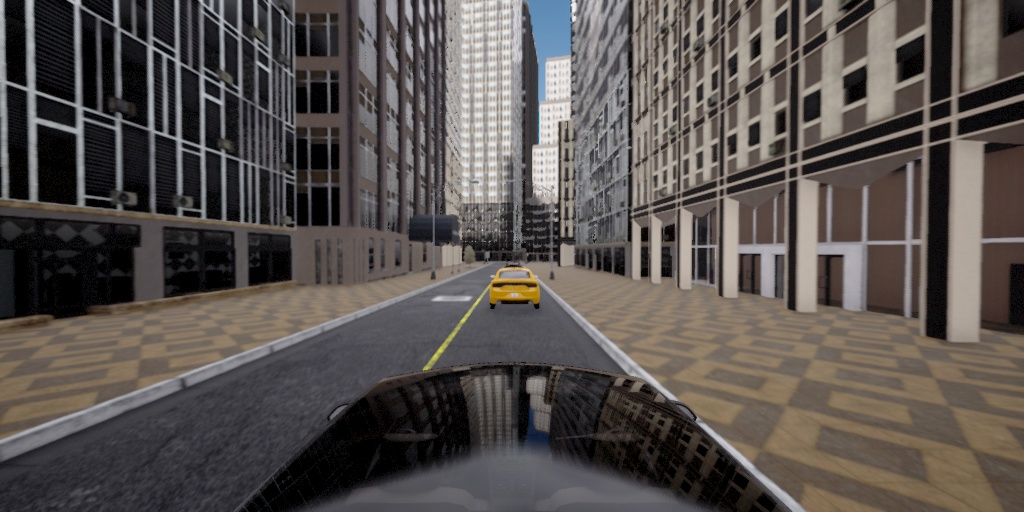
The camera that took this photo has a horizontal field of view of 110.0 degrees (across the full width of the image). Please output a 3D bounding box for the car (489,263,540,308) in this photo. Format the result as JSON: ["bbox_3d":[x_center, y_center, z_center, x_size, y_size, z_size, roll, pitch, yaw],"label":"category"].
[{"bbox_3d":[0.099,1.225,15.160,1.882,1.535,5.008,0,0,0],"label":"car"}]

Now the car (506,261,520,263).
[{"bbox_3d":[0.097,1.256,35.840,1.837,1.490,4.892,0,0,0],"label":"car"}]
